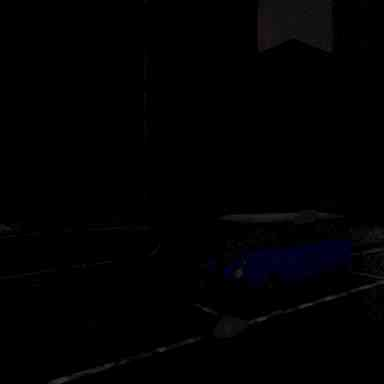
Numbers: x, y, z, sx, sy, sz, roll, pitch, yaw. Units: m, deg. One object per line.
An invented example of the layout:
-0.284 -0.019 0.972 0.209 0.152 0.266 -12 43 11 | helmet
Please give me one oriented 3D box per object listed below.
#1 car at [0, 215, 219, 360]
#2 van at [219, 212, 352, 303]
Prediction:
-2.286 1.324 4.905 5.009 1.841 2.192 1 -1 -35 | car
2.192 1.403 8.099 3.998 1.788 1.690 1 -1 -36 | van
